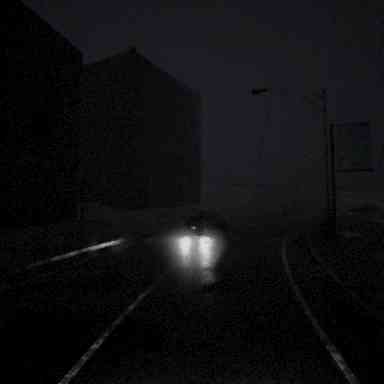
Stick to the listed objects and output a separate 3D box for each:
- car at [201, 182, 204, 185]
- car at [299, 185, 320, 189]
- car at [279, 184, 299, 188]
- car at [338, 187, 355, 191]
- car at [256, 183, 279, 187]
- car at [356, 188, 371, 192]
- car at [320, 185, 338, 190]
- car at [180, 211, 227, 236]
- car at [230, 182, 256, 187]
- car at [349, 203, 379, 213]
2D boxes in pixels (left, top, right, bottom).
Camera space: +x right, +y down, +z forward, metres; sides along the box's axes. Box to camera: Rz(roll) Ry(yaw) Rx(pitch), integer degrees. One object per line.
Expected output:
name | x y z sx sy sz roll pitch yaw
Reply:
car | 0.168 -1.780 68.864 4.553 1.767 2.185 1 -5 -17
car | 26.360 -0.942 77.381 5.008 1.535 2.097 2 -6 -20
car | 21.138 -1.079 75.511 4.674 1.452 2.002 2 -5 -19
car | 36.817 -0.523 81.514 4.792 1.488 2.163 2 -6 -22
car | 15.878 -1.280 73.759 4.892 1.521 2.231 2 -5 -17
car | 41.882 -0.307 83.698 4.674 1.452 2.002 2 -6 -23
car | 31.518 -0.881 79.362 4.553 1.767 2.185 2 -6 -21
car | 0.809 1.894 20.864 1.994 1.385 4.181 -2 -2 21
car | 10.612 -1.414 72.109 4.892 1.521 2.231 1 -5 -17
car | 26.708 2.498 51.614 5.357 1.411 2.033 1 -5 -30
